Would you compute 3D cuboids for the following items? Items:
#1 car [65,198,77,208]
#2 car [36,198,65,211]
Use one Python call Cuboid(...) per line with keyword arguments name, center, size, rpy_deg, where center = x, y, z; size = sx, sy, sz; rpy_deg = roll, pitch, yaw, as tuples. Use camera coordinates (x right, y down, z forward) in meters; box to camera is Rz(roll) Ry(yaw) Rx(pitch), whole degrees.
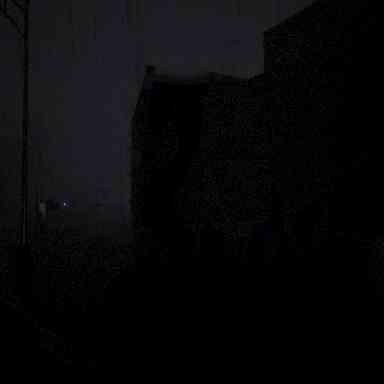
Cuboid(name="car", center=(-19.901, 1.722, 53.484), size=(1.812, 1.442, 4.674), rpy_deg=(1, 0, -7))
Cuboid(name="car", center=(-18.558, 1.632, 42.980), size=(2.128, 1.511, 4.902), rpy_deg=(1, 0, -6))
